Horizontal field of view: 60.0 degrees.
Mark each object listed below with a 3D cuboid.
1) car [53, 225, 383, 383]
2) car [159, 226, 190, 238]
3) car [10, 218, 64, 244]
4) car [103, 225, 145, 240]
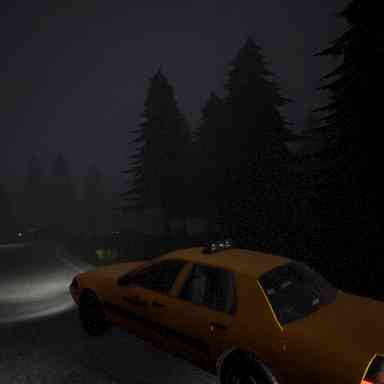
[{"bbox_3d":[0.154,1.440,4.725,5.366,1.575,1.801,0,1,43],"label":"car"},{"bbox_3d":[-2.323,5.543,46.250,1.882,1.535,5.008,-5,-8,30],"label":"car"},{"bbox_3d":[-12.756,3.221,28.062,2.150,2.045,5.566,-4,-7,7],"label":"car"},{"bbox_3d":[-7.437,4.510,36.939,2.033,1.411,5.357,-4,-8,20],"label":"car"}]
